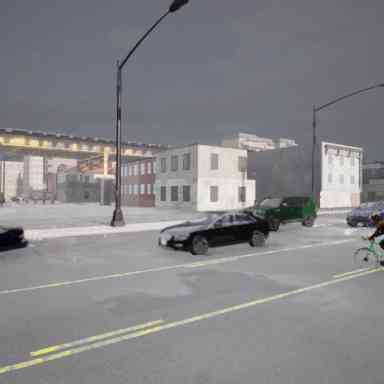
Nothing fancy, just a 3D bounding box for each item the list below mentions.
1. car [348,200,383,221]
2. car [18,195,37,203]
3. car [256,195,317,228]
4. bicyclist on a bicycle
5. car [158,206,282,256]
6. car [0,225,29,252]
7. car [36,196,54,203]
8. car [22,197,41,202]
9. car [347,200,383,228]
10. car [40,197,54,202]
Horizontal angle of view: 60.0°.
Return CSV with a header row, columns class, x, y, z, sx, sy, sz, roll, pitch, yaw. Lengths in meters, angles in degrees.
class,x,y,z,sx,sy,sz,roll,pitch,yaw
car,14.796,1.469,27.016,4.674,1.442,1.812,0,0,-35
car,-39.135,1.918,81.206,4.974,1.542,2.038,0,-1,25
car,5.410,1.220,20.585,5.566,2.045,2.150,-1,0,-35
bicyclist on a bicycle,5.242,1.459,9.123,0.582,1.620,1.656,0,-2,-35
car,1.002,1.514,13.231,4.902,1.511,2.128,0,0,-35
car,-8.379,1.580,10.948,5.357,1.411,2.033,0,0,-35
car,-35.405,1.951,81.242,2.038,1.542,4.974,1,-1,-5
car,-39.181,1.760,81.229,4.536,1.218,1.853,0,-1,25
car,11.640,1.320,20.657,4.553,1.767,2.097,0,0,-35
car,-35.408,1.794,81.295,1.853,1.218,4.536,1,-1,-5
